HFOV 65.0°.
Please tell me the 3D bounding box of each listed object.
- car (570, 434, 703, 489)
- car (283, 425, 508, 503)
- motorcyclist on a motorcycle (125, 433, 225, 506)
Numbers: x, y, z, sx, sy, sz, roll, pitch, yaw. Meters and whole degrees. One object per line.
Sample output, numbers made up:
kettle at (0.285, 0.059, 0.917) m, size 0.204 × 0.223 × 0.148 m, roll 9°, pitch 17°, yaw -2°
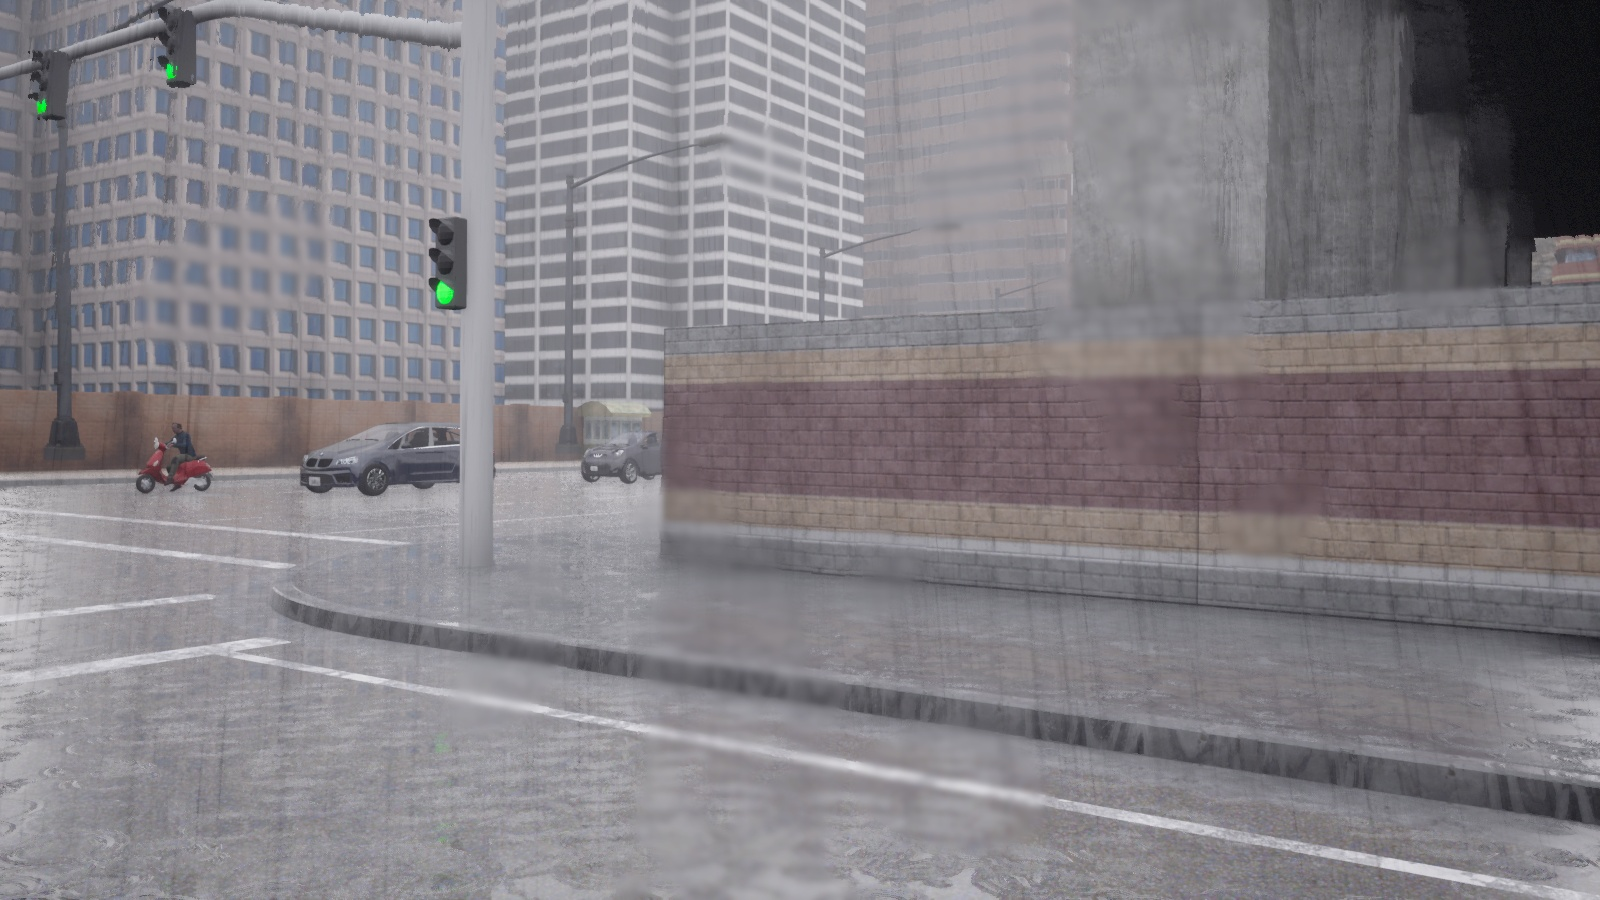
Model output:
car at (-4.681, 0.292, 36.289) m, size 1.845 × 1.501 × 3.633 m, roll 0°, pitch 1°, yaw 34°
car at (-9.350, 0.259, 29.396) m, size 2.242 × 1.667 × 4.611 m, roll 0°, pitch 1°, yaw 34°
motorcyclist on a motorcycle at (-14.162, 0.424, 28.516) m, size 0.866 × 1.590 × 1.817 m, roll 0°, pitch 1°, yaw 34°
